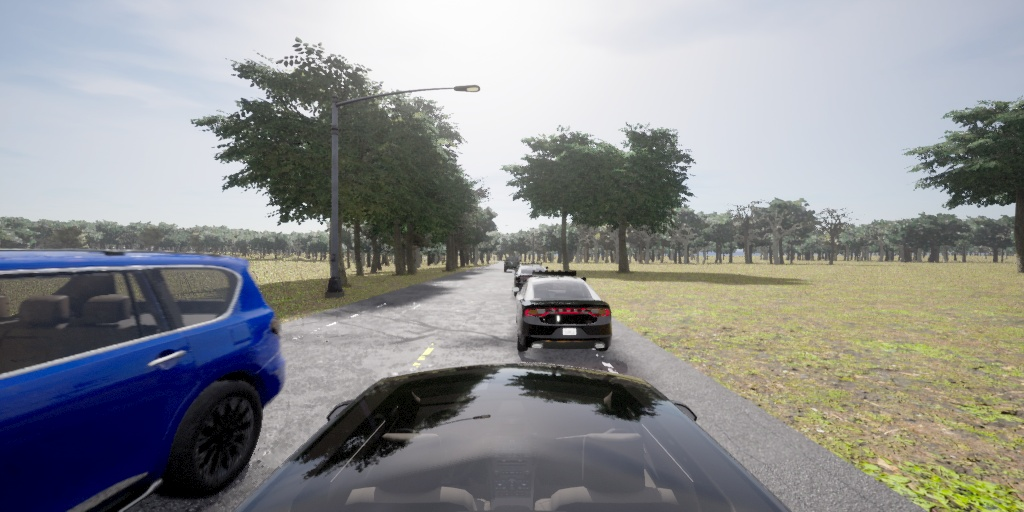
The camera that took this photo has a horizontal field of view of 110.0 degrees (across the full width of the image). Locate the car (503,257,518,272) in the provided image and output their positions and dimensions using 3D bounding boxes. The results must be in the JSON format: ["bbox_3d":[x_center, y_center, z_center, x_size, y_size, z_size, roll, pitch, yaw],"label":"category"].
[{"bbox_3d":[0.014,1.106,48.479,2.150,2.045,5.566,0,-1,0],"label":"car"}]

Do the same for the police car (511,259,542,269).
[{"bbox_3d":[1.043,1.173,19.119,1.930,1.638,5.238,0,0,0],"label":"police car"}]

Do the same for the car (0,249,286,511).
[{"bbox_3d":[-3.498,0.971,1.549,2.150,2.045,5.566,0,0,0],"label":"car"}]

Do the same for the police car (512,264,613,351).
[{"bbox_3d":[1.047,1.173,9.117,1.930,1.638,5.238,0,0,0],"label":"police car"}]
